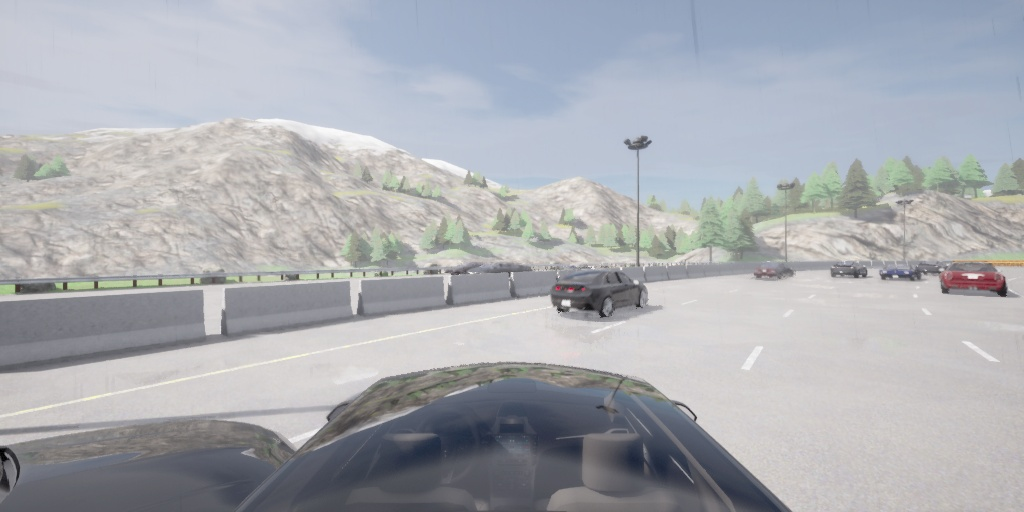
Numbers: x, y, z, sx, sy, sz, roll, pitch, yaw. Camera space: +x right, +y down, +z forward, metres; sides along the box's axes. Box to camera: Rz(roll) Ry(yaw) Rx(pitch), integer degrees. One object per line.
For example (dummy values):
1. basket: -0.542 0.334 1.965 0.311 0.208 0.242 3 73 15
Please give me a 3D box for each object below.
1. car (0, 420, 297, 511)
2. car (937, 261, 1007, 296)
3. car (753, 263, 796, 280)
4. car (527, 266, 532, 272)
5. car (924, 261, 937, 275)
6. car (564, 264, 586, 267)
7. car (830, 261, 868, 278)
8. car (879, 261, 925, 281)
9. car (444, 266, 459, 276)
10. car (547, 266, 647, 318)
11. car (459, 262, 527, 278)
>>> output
1. car: -2.983 1.255 0.554 4.892 1.490 1.837 0 0 -45
2. car: 25.089 1.101 19.645 4.553 1.767 2.097 0 0 -41
3. car: 23.278 1.297 31.768 5.357 1.411 2.033 0 0 -38
4. car: -0.381 1.297 34.676 5.357 1.411 2.033 0 0 -44
5. car: 43.308 1.242 36.891 4.902 1.511 2.128 0 0 -31
6. car: 5.046 1.351 30.168 4.718 1.301 1.895 0 0 -43
7. car: 31.370 1.242 33.367 4.902 1.511 2.128 0 0 -35
8. car: 32.290 1.351 29.749 4.718 1.301 1.895 0 0 -35
9. car: -4.081 1.297 35.986 5.357 1.411 2.033 0 0 -44
10. car: 3.325 1.254 13.153 1.837 1.490 4.892 0 -1 42
11. car: -1.420 1.241 28.723 2.128 1.511 4.902 0 0 45
